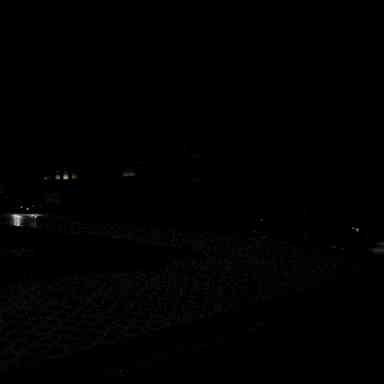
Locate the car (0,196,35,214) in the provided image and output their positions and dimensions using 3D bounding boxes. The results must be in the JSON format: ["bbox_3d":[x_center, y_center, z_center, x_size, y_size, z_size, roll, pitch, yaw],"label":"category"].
[{"bbox_3d":[-15.896,1.127,29.545,4.892,1.490,1.837,1,1,34],"label":"car"}]

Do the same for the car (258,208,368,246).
[{"bbox_3d":[5.292,1.453,14.999,4.674,1.442,1.812,1,1,34],"label":"car"}]
